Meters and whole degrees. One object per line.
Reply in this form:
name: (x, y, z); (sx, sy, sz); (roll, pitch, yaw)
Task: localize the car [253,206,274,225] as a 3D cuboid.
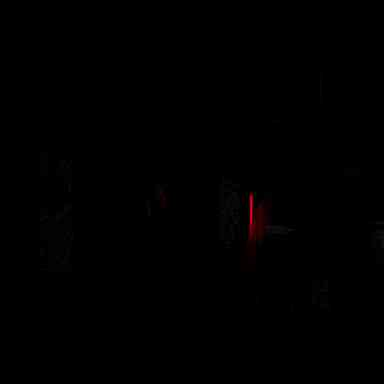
car: (3.453, 1.477, 23.171); (1.882, 1.535, 5.008); (0, 0, -36)

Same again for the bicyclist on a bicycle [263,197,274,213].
bicyclist on a bicycle: (7.383, 1.349, 32.117); (1.656, 1.620, 0.582); (0, 0, -36)
